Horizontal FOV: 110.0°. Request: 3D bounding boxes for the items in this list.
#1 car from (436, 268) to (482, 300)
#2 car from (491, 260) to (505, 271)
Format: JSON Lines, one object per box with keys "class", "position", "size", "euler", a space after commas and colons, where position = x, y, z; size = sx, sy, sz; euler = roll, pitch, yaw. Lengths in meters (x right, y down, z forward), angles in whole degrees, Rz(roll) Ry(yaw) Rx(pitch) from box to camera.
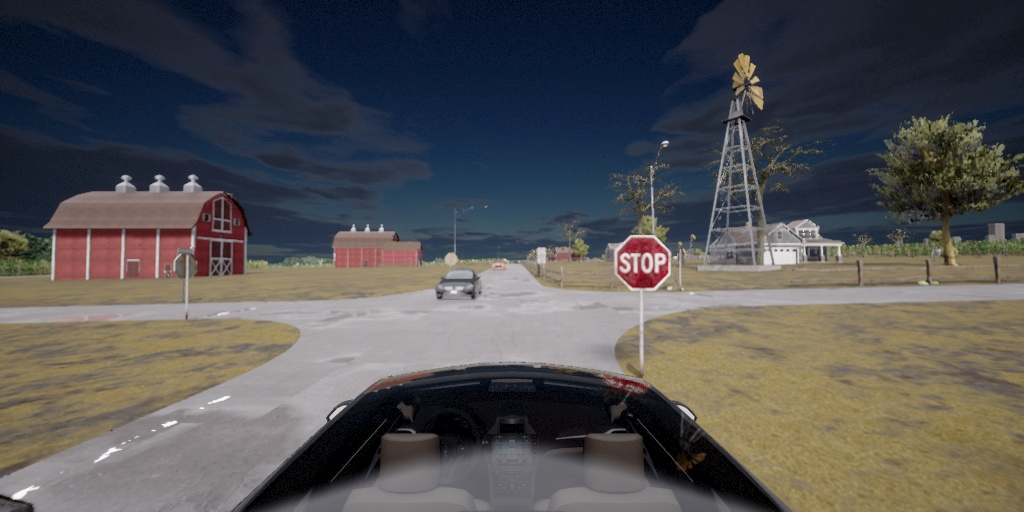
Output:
{"class": "car", "position": [-2.574, 1.369, 18.334], "size": [1.812, 1.442, 4.674], "euler": [0, 0, 1]}
{"class": "car", "position": [-2.152, 1.403, 57.707], "size": [2.097, 1.767, 4.553], "euler": [0, 0, 1]}
